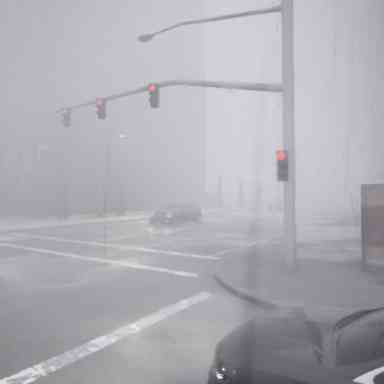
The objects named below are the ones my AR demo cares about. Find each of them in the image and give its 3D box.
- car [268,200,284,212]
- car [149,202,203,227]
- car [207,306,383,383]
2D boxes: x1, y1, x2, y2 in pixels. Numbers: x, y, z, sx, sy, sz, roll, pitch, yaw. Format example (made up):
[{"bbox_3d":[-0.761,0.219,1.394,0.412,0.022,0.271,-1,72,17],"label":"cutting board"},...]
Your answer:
[{"bbox_3d":[11.256,1.782,42.261,1.812,1.442,4.674,-1,-1,36],"label":"car"},{"bbox_3d":[-1.133,1.611,25.079,2.097,1.767,4.553,-1,-1,36],"label":"car"},{"bbox_3d":[2.386,1.495,2.279,4.892,1.490,1.837,-1,-1,35],"label":"car"}]
